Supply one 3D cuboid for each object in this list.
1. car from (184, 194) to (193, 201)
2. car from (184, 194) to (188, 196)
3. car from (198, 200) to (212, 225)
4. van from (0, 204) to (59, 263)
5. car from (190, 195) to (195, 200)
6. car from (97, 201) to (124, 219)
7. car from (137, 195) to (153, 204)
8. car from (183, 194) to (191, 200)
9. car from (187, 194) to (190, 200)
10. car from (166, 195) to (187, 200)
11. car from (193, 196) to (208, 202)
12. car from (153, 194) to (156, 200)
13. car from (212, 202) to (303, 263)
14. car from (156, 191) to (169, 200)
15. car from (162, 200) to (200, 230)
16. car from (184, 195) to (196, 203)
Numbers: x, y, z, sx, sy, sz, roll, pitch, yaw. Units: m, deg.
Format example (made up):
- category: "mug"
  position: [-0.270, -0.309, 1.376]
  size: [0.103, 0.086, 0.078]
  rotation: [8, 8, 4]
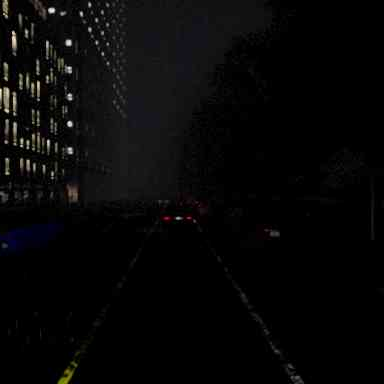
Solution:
- category: "car"
  position: [-0.879, 1.218, 73.461]
  size: [1.887, 1.381, 4.507]
  rotation: [-1, 0, -2]
- category: "car"
  position: [-0.089, 1.285, 56.566]
  size: [1.887, 1.381, 4.507]
  rotation: [-1, 0, -3]
- category: "car"
  position: [1.615, 1.462, 22.855]
  size: [1.802, 1.307, 4.206]
  rotation: [-1, 0, -3]
- category: "van"
  position: [-5.994, 1.328, 11.495]
  size: [1.690, 1.788, 3.998]
  rotation: [-1, 0, -3]
- category: "car"
  position: [1.104, 1.313, 39.127]
  size: [1.837, 1.490, 4.892]
  rotation: [0, 0, -3]
- category: "car"
  position: [-6.844, 1.465, 28.357]
  size: [2.008, 1.369, 4.403]
  rotation: [-1, 0, -3]
- category: "car"
  position: [-8.264, 1.364, 56.459]
  size: [1.947, 1.339, 4.313]
  rotation: [-1, 0, -3]
- category: "car"
  position: [-1.327, 1.173, 84.734]
  size: [1.887, 1.381, 4.507]
  rotation: [-1, 0, -2]
- category: "car"
  position: [0.745, 1.258, 46.118]
  size: [1.882, 1.535, 5.008]
  rotation: [0, 0, -3]
- category: "car"
  position: [-2.043, 1.413, 43.397]
  size: [1.895, 1.301, 4.718]
  rotation: [0, 0, -3]
- category: "car"
  position: [1.322, 1.381, 28.643]
  size: [1.752, 1.417, 4.829]
  rotation: [-1, 0, -3]
- category: "car"
  position: [-9.135, 1.252, 78.937]
  size: [1.887, 1.381, 4.507]
  rotation: [-1, 0, -2]
- category: "car"
  position: [2.180, 1.244, 11.618]
  size: [2.192, 1.841, 5.009]
  rotation: [-1, 0, -3]
- category: "car"
  position: [-6.467, 0.857, 76.402]
  size: [2.150, 2.045, 5.566]
  rotation: [0, 0, -2]
- category: "car"
  position: [-0.866, 1.457, 20.382]
  size: [2.033, 1.411, 5.357]
  rotation: [0, 0, -3]
- category: "car"
  position: [-0.367, 1.269, 62.192]
  size: [2.008, 1.369, 4.403]
  rotation: [-1, 0, -3]
